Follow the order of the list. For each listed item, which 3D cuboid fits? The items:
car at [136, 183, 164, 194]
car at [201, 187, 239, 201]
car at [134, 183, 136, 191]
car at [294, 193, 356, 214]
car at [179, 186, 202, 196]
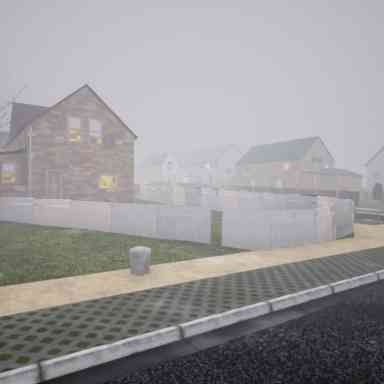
[{"bbox_3d":[-5.430,-0.351,45.503,1.837,1.490,4.892,1,2,-34],"label":"car"},{"bbox_3d":[3.322,0.383,32.592,1.837,1.490,4.892,1,3,-34],"label":"car"},{"bbox_3d":[-9.660,-0.843,56.883,2.033,1.411,5.357,1,2,-34],"label":"car"},{"bbox_3d":[9.181,0.850,23.990,1.882,1.535,5.008,1,2,-34],"label":"car"},{"bbox_3d":[0.196,-0.060,42.429,1.837,1.490,4.892,1,2,-34],"label":"car"}]
